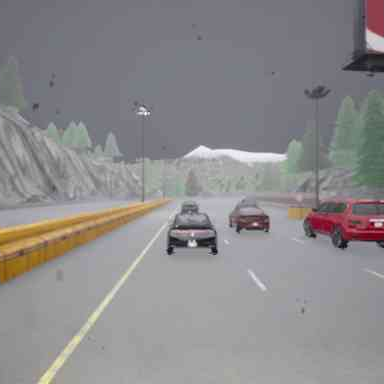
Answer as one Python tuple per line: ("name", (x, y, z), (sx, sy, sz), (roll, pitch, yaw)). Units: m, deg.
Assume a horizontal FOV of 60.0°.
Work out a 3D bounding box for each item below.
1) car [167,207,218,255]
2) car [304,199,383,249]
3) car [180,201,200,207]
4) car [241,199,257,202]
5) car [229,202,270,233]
("car", (-0.006, 1.576, 13.749), (2.128, 1.511, 4.902), (0, 0, -1))
("car", (6.982, 1.319, 15.166), (2.150, 2.045, 5.566), (0, 0, -1))
("car", (-0.222, 1.724, 35.947), (1.837, 1.490, 4.892), (0, 0, -1))
("car", (6.739, 1.598, 40.087), (2.097, 1.767, 4.553), (0, 0, -1))
("car", (3.428, 1.605, 20.592), (1.882, 1.535, 5.008), (0, 0, -1))
